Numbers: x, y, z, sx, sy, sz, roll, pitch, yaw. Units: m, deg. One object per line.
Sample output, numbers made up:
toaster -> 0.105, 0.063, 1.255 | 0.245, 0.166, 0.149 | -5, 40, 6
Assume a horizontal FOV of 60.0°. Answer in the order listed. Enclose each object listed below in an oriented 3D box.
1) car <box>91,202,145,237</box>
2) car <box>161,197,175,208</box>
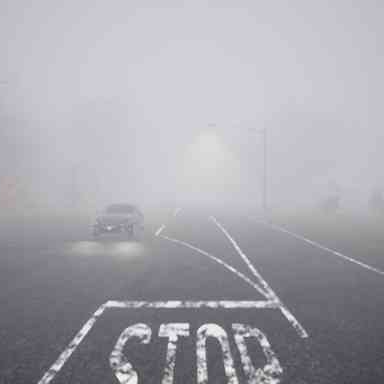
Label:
car -> -3.449, 1.269, 16.327 | 1.837, 1.490, 4.892 | 1, 0, 0
car -> -3.535, 1.526, 48.732 | 1.812, 1.442, 4.674 | 0, 0, 0
